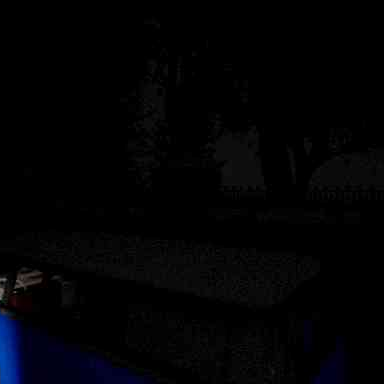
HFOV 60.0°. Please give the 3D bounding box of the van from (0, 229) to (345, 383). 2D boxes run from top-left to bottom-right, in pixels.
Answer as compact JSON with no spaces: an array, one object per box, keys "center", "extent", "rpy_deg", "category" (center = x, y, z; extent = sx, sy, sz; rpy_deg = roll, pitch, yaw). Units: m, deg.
[{"center":[-0.667,1.340,3.188],"extent":[3.998,1.788,1.690],"rpy_deg":[0,0,35],"category":"van"}]
